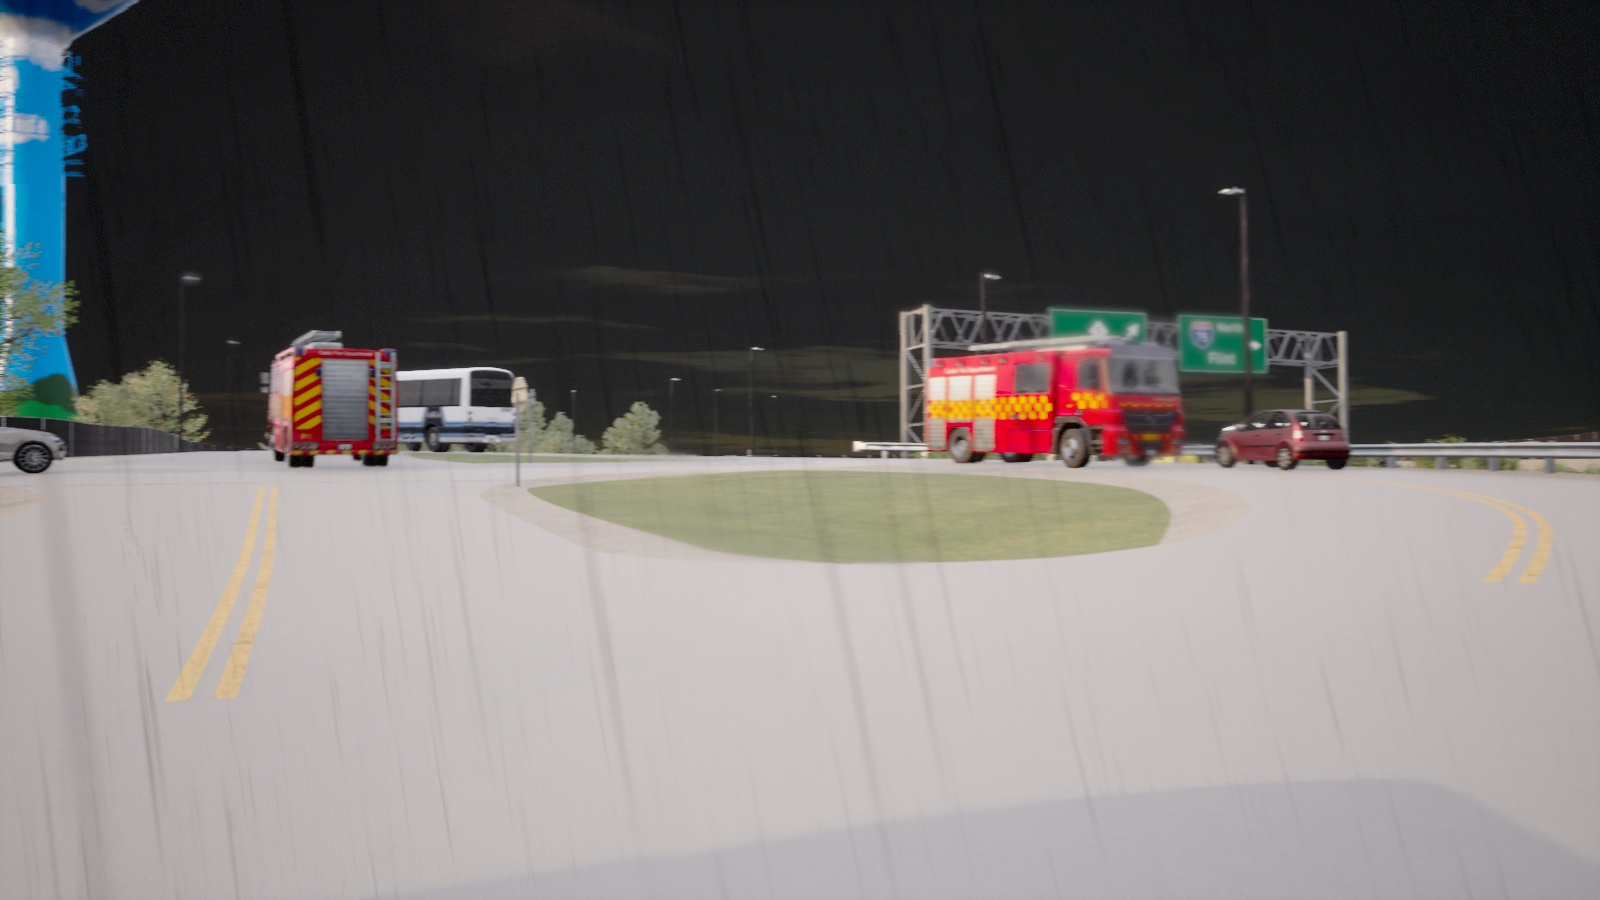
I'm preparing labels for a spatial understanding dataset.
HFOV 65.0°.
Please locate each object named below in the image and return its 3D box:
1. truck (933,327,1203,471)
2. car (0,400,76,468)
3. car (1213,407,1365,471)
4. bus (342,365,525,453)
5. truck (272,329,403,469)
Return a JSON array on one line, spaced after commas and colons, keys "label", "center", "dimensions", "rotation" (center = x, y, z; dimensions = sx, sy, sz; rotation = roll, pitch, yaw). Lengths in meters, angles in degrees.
[{"label": "truck", "center": [7.727, -1.421, 37.668], "dimensions": [2.891, 3.827, 8.468], "rotation": [0, 1, -31]}, {"label": "car", "center": [-20.899, -0.355, 31.041], "dimensions": [5.027, 1.651, 2.152], "rotation": [-2, 2, -34]}, {"label": "car", "center": [13.107, -0.308, 33.944], "dimensions": [1.851, 1.617, 3.988], "rotation": [0, 1, -14]}, {"label": "bus", "center": [-19.294, -2.018, 65.674], "dimensions": [10.273, 4.253, 3.944], "rotation": [1, 0, 39]}, {"label": "truck", "center": [-14.449, -1.517, 38.773], "dimensions": [2.891, 3.827, 8.468], "rotation": [0, 2, -27]}]
